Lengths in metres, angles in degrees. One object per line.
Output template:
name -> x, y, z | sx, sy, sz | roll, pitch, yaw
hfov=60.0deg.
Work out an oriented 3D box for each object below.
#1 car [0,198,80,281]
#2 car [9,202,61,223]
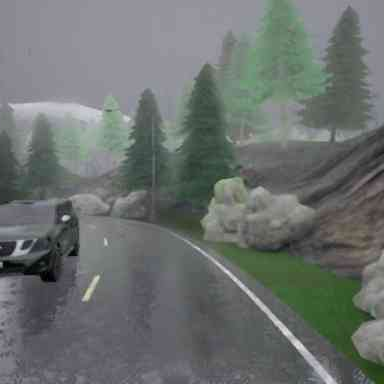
car -> -4.783, 1.231, 9.998 | 2.150, 2.045, 5.566 | 0, 0, -10
car -> -12.904, 1.575, 27.118 | 5.357, 1.411, 2.033 | 0, 0, 43
